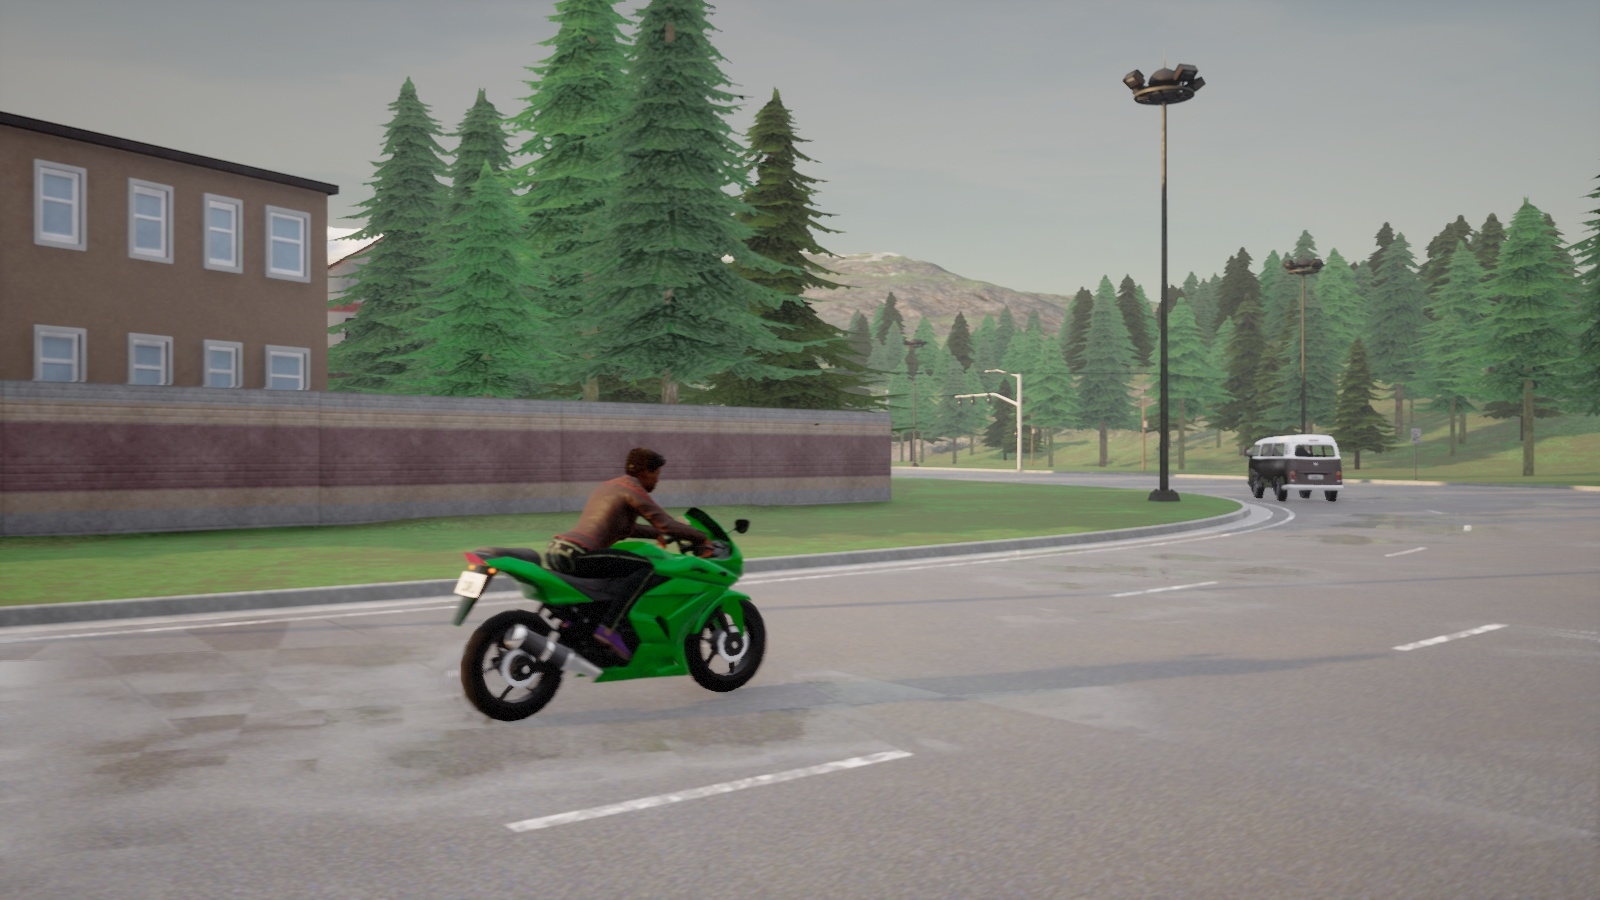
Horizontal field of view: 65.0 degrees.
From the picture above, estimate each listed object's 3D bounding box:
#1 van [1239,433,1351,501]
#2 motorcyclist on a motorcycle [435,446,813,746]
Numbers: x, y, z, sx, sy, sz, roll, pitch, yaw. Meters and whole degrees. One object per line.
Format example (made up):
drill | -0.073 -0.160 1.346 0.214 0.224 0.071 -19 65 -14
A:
van | 15.569 0.503 39.760 2.069 2.038 4.480 0 0 4
motorcyclist on a motorcycle | -0.982 0.746 7.321 2.044 1.523 0.797 0 -1 -37
